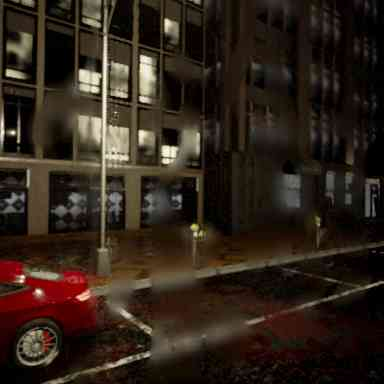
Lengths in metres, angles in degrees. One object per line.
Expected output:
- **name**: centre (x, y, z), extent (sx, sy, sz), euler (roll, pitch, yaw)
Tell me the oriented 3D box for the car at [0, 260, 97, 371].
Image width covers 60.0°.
- **car**: centre (-3.347, 1.578, 4.167), extent (4.206, 1.307, 1.802), euler (1, 0, -36)
